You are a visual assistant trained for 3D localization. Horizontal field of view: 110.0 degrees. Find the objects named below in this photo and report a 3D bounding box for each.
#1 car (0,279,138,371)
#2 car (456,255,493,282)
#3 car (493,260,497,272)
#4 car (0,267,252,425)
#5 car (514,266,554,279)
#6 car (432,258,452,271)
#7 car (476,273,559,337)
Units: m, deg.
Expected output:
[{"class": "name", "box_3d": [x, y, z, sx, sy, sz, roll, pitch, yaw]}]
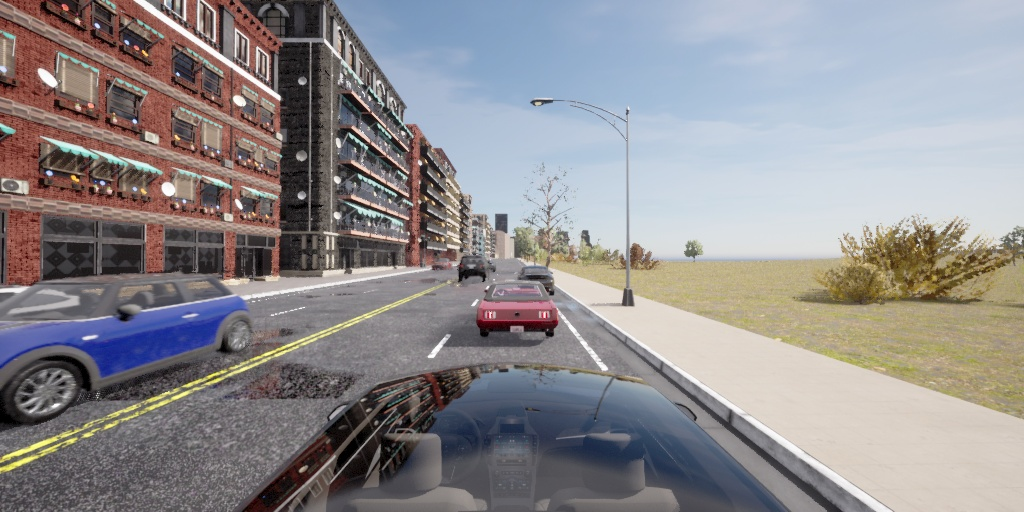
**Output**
[{"class": "car", "box_3d": [-9.834, 1.276, 6.224, 1.812, 1.442, 4.674, 0, 0, 0]}, {"class": "car", "box_3d": [-3.035, 0.969, 29.318, 2.150, 2.045, 5.566, 0, -1, 0]}, {"class": "car", "box_3d": [-2.972, 1.242, 45.452, 2.128, 1.511, 4.902, 0, 0, 0]}, {"class": "car", "box_3d": [-6.585, 1.102, 5.694, 2.097, 1.767, 4.553, 0, 0, 0]}, {"class": "car", "box_3d": [1.207, 1.257, 19.455, 1.837, 1.490, 4.892, 0, 0, 0]}, {"class": "car", "box_3d": [-9.654, 1.103, 49.493, 2.097, 1.767, 4.553, 0, 0, 0]}, {"class": "car", "box_3d": [0.132, 1.352, 10.254, 1.895, 1.301, 4.718, 0, 0, 0]}]
